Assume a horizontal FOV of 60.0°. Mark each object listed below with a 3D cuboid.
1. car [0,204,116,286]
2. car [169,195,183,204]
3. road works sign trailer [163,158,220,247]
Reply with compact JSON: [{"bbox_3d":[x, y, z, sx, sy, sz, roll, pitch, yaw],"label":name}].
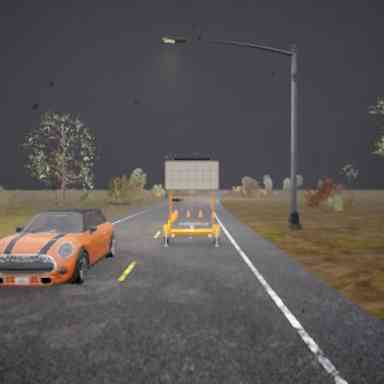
[{"bbox_3d":[-3.597,1.274,9.297,2.097,1.767,4.553,0,0,0],"label":"car"},{"bbox_3d":[-2.439,1.174,50.793,1.895,1.301,4.718,0,0,3],"label":"car"},{"bbox_3d":[-0.001,0.343,14.456,2.380,3.560,2.880,0,0,1],"label":"road works sign trailer"}]
